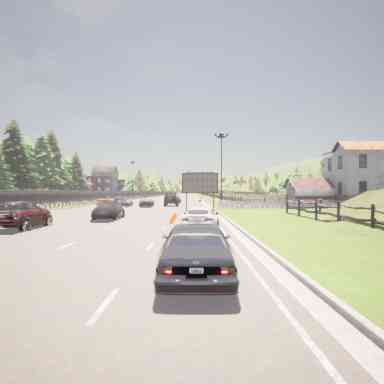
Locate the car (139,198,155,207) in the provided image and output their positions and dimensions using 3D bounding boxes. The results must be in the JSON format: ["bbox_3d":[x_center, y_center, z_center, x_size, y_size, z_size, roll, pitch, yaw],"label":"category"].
[{"bbox_3d":[-6.811,1.601,50.537,1.895,1.301,4.718,0,0,0],"label":"car"}]

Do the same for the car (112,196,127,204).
[{"bbox_3d":[-13.795,1.526,63.764,1.812,1.442,4.674,0,0,0],"label":"car"}]

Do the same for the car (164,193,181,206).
[{"bbox_3d":[-3.312,1.221,53.385,2.150,2.045,5.566,0,0,0],"label":"car"}]

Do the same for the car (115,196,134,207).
[{"bbox_3d":[-10.317,1.601,51.569,1.895,1.301,4.718,0,0,0],"label":"car"}]

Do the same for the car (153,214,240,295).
[{"bbox_3d":[0.112,1.547,8.846,2.033,1.411,5.357,0,0,1],"label":"car"}]

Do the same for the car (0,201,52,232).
[{"bbox_3d":[-10.367,1.352,20.292,2.097,1.767,4.553,0,0,0],"label":"car"}]

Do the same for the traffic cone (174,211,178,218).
[{"bbox_3d":[-1.446,1.955,25.203,0.340,0.580,0.340,0,0,0],"label":"traffic cone"}]

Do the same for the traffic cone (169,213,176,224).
[{"bbox_3d":[-1.449,1.955,23.203,0.340,0.580,0.340,0,0,0],"label":"traffic cone"}]

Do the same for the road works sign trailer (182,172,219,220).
[{"bbox_3d":[0.524,0.464,22.088,2.380,3.560,2.880,0,0,-3],"label":"road works sign trailer"}]

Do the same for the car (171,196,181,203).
[{"bbox_3d":[-3.287,1.564,68.600,1.994,1.385,4.181,0,0,0],"label":"car"}]

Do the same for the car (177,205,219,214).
[{"bbox_3d":[0.475,1.541,18.474,1.812,1.442,4.674,-1,-1,7],"label":"car"}]

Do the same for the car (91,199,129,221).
[{"bbox_3d":[-6.856,1.563,27.501,1.994,1.385,4.181,0,0,0],"label":"car"}]

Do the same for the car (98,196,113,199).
[{"bbox_3d":[-13.814,1.352,53.162,2.097,1.767,4.553,0,0,0],"label":"car"}]
